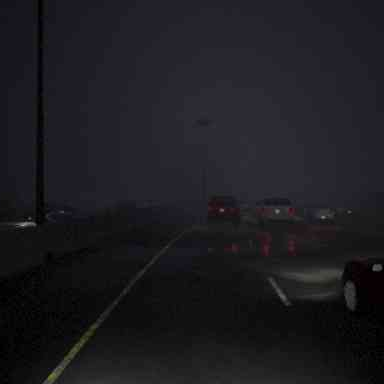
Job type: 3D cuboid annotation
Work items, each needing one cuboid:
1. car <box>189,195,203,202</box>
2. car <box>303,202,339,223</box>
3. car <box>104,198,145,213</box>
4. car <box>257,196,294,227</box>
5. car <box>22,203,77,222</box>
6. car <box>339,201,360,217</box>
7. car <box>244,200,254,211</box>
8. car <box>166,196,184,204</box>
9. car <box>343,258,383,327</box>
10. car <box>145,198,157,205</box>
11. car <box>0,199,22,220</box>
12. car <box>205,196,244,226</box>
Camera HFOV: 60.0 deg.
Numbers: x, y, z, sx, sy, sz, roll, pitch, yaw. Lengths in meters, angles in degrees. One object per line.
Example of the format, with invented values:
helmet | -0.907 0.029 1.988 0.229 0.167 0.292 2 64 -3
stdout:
car | 1.165 1.480 66.272 2.097 1.767 4.553 0 0 25
car | 9.922 1.593 26.233 1.812 1.442 4.674 0 0 11
car | -6.795 1.531 32.559 2.128 1.511 4.902 0 0 13
car | 5.785 1.274 23.359 2.150 2.045 5.566 0 0 10
car | -11.501 1.568 27.187 2.033 1.411 5.357 0 0 10
car | 15.043 1.615 32.777 1.812 1.442 4.674 0 0 14
car | 6.565 1.686 41.234 1.895 1.301 4.718 0 0 17
car | -3.282 1.602 64.971 1.837 1.490 4.892 0 0 24
car | 3.785 1.494 4.462 1.882 1.535 5.008 0 0 2
car | -8.378 1.688 62.082 1.895 1.301 4.718 0 0 23
car | -15.389 1.360 24.873 2.097 1.767 4.553 0 0 9
car | 2.393 1.270 24.145 2.150 2.045 5.566 0 0 10
